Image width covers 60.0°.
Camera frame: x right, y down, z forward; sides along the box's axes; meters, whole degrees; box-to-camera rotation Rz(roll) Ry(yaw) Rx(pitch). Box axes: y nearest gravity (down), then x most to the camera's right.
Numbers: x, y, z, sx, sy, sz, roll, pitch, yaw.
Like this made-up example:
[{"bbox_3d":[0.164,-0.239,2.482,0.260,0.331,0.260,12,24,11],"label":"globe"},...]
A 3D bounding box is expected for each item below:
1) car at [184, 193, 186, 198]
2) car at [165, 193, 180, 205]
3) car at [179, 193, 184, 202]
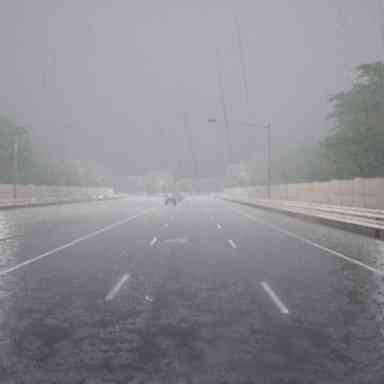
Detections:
[{"bbox_3d":[-3.476,1.468,91.599,1.895,1.301,4.718,0,0,0],"label":"car"},{"bbox_3d":[-3.484,1.399,56.567,1.837,1.490,4.892,0,0,0],"label":"car"},{"bbox_3d":[-3.480,1.132,75.308,2.150,2.045,5.566,0,0,0],"label":"car"}]
